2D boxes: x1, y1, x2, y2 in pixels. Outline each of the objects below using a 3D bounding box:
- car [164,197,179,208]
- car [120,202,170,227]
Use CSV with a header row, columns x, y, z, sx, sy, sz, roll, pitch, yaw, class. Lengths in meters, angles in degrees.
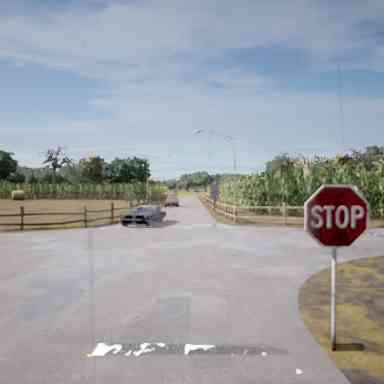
x,y,z,sx,sy,sz,roll,pitch,yaw,class
-2.835,1.388,47.171,1.882,1.535,5.008,0,0,0,car
-3.173,1.586,22.591,1.895,1.301,4.718,0,0,10,car
